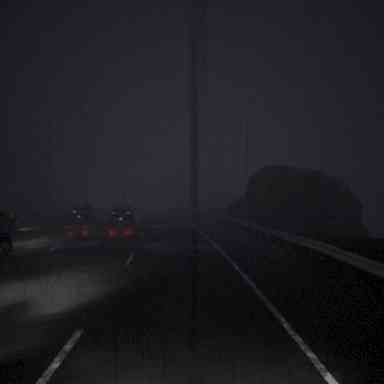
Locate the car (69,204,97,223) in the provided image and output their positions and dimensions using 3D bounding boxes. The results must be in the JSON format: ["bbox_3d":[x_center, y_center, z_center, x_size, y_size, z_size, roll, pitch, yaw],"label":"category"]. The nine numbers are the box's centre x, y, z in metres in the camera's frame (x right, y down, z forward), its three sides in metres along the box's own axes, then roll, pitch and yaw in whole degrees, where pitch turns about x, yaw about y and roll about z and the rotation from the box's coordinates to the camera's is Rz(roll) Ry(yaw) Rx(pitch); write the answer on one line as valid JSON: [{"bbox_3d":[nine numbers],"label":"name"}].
[{"bbox_3d":[-9.507,1.828,29.259,2.128,1.511,4.902,0,-1,-9],"label":"car"}]

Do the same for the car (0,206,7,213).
[{"bbox_3d":[-11.639,1.735,19.156,1.837,1.490,4.892,0,-1,-6],"label":"car"}]

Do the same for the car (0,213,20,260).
[{"bbox_3d":[-7.340,1.616,10.128,2.128,1.511,4.902,0,-1,-3],"label":"car"}]

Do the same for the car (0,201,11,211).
[{"bbox_3d":[-29.043,2.127,50.483,1.812,1.442,4.674,0,-1,-17],"label":"car"}]

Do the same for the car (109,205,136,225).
[{"bbox_3d":[-5.608,1.795,26.915,2.128,1.511,4.902,0,-1,-8],"label":"car"}]
